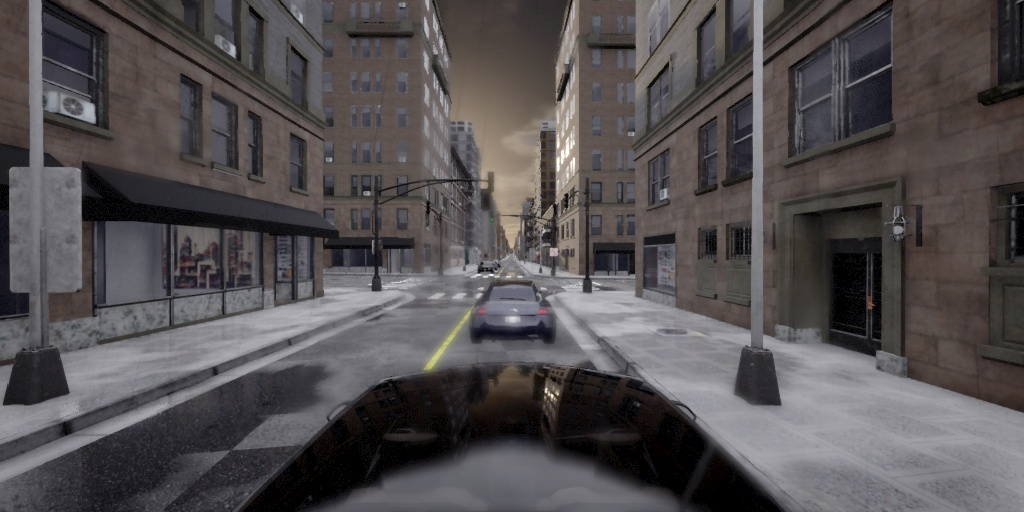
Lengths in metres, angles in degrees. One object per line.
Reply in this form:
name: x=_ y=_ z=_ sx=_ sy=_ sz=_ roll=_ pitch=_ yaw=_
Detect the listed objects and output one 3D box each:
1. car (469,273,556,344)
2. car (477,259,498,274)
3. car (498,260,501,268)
car: x=0.017 y=1.315 z=9.595 sx=1.994 sy=1.385 sz=4.181 roll=0 pitch=0 yaw=0
car: x=-3.067 y=1.308 z=43.031 sx=1.837 sy=1.490 sz=4.892 roll=0 pitch=0 yaw=0
car: x=-3.061 y=1.370 z=52.854 sx=2.033 sy=1.411 sz=5.357 roll=0 pitch=0 yaw=0
